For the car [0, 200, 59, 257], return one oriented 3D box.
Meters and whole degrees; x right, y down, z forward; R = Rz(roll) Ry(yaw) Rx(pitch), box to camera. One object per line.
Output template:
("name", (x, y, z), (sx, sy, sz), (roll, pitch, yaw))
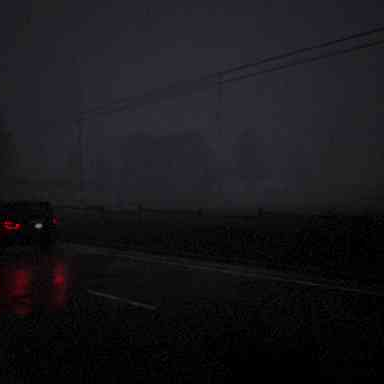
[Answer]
("car", (-7.779, 1.348, 13.698), (5.566, 2.045, 2.150), (0, 0, 35))
